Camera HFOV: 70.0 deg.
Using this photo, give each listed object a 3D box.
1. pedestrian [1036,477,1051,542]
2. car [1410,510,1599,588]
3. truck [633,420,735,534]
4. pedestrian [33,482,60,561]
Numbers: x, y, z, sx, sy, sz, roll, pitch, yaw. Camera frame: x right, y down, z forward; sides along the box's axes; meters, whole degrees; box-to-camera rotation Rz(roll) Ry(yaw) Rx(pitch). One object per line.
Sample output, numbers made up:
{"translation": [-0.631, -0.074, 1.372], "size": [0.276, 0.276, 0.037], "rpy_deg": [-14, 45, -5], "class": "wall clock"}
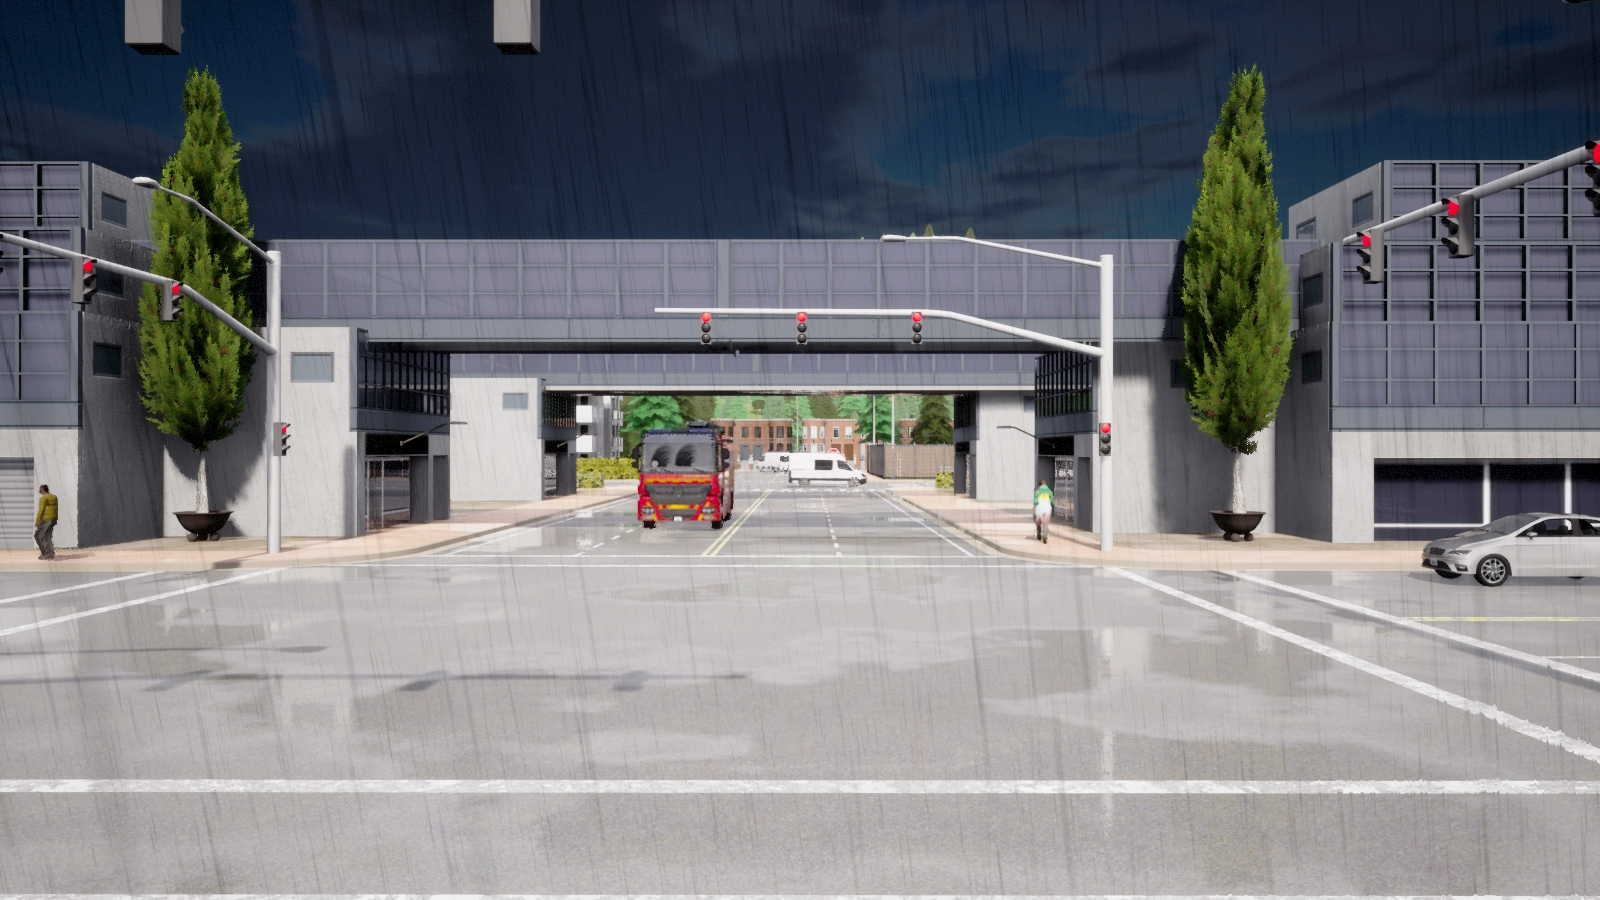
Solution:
{"translation": [6.966, 1.698, 32.715], "size": [0.375, 1.860, 0.375], "rpy_deg": [0, 0, 2], "class": "pedestrian"}
{"translation": [15.490, 2.066, 24.189], "size": [4.193, 1.474, 1.816], "rpy_deg": [0, 0, 0], "class": "car"}
{"translation": [-4.115, 0.890, 42.509], "size": [2.891, 3.827, 8.468], "rpy_deg": [0, 0, 0], "class": "truck"}
{"translation": [-17.930, 1.696, 27.187], "size": [0.375, 1.860, 0.375], "rpy_deg": [0, 0, 7], "class": "pedestrian"}
